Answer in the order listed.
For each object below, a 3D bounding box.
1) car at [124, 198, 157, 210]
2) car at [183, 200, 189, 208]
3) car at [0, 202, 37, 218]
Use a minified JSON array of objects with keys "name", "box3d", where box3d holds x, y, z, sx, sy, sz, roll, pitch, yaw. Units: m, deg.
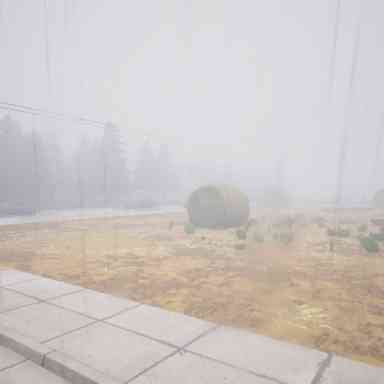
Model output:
[{"name":"car","box3d":[-6.600,1.532,43.151,1.837,1.490,4.892,0,0,37]},{"name":"car","box3d":[0.606,1.590,46.680,1.994,1.385,4.181,0,0,37]},{"name":"car","box3d":[-16.307,1.591,30.075,1.994,1.385,4.181,0,0,36]}]
